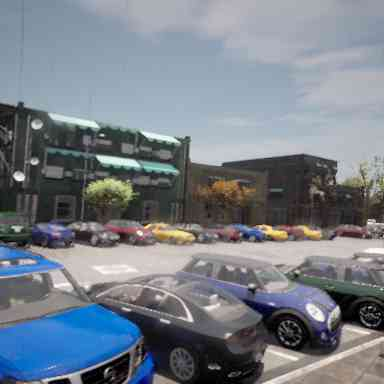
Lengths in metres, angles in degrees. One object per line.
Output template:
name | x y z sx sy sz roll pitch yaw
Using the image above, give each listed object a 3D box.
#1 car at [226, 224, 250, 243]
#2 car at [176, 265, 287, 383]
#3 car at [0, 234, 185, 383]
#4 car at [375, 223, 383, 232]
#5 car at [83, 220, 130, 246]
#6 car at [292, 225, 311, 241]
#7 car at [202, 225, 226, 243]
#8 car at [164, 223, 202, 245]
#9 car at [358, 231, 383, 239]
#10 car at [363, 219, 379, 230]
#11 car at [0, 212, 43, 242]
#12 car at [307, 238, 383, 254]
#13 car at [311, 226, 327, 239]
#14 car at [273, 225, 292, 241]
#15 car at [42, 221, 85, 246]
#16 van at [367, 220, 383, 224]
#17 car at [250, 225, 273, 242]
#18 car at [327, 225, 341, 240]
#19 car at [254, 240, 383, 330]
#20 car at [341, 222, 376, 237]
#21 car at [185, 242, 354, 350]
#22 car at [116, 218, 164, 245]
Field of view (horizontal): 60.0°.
car | 2.364 3.726 30.499 4.792 1.488 2.163 1 -3 34
car | -0.787 2.580 7.303 4.892 1.521 2.231 3 -2 34
car | -3.194 2.120 5.547 5.566 2.045 2.435 3 -2 34
car | 23.952 5.542 46.023 4.892 1.521 2.231 1 -3 34
car | -7.191 2.878 23.592 4.892 1.521 2.231 1 -4 34
car | 9.580 4.312 35.668 5.008 1.535 2.097 1 -3 34
car | -0.009 3.493 28.763 4.892 1.521 2.231 1 -4 34
car | -2.242 3.287 26.942 5.366 1.575 1.946 1 -4 34
car | 11.430 3.373 16.143 5.566 2.045 2.435 3 -2 34
car | 42.364 7.639 78.618 2.435 2.045 5.566 2 -2 36
car | -11.992 2.216 20.159 5.566 2.045 2.435 1 -3 34
car | 6.580 3.083 12.588 4.553 1.767 2.185 3 -2 34
car | 11.815 4.511 37.488 5.366 1.575 1.946 1 -3 34
car | 7.025 4.101 34.038 5.366 1.575 1.946 1 -3 34
car | -9.584 2.712 21.862 4.674 1.452 2.002 1 -3 34
van | 28.648 5.722 49.545 4.442 1.987 1.878 1 -3 34
car | 4.782 3.901 32.208 5.008 1.535 2.097 1 -4 34
car | 14.392 4.752 39.106 4.792 1.488 2.163 1 -4 34
car | 4.134 2.873 10.817 4.553 1.767 2.185 3 -2 34
car | 21.533 5.210 44.318 4.553 1.767 2.185 1 -4 34
car | 1.639 2.662 9.095 4.553 1.767 2.185 3 -2 34
car | -4.811 2.957 25.340 4.553 1.767 2.185 1 -4 34
